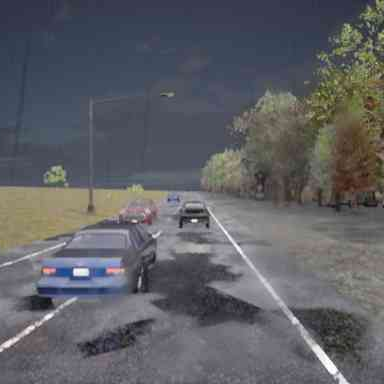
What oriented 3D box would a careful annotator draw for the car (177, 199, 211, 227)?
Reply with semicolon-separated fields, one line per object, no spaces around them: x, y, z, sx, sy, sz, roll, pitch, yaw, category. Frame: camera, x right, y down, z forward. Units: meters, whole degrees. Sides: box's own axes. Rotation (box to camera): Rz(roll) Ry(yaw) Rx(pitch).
0.147;1.378;21.551;1.837;1.490;4.892;0;0;0;car

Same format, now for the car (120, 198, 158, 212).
-3.548;1.219;22.683;2.097;1.767;4.553;0;0;0;car

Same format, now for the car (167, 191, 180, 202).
-3.403;0.842;61.577;2.150;2.045;5.566;0;1;1;car

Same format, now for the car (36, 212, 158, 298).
-2.025;1.497;8.589;2.033;1.411;5.357;0;0;0;car
